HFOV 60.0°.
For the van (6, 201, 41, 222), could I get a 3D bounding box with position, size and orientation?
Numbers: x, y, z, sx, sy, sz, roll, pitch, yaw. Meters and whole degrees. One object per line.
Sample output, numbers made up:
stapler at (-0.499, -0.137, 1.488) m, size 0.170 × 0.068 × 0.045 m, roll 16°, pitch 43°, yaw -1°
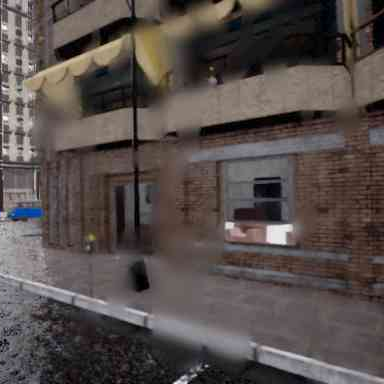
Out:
van at (-13.874, 1.634, 28.990) m, size 1.690 × 1.788 × 3.998 m, roll -2°, pitch -1°, yaw 35°
